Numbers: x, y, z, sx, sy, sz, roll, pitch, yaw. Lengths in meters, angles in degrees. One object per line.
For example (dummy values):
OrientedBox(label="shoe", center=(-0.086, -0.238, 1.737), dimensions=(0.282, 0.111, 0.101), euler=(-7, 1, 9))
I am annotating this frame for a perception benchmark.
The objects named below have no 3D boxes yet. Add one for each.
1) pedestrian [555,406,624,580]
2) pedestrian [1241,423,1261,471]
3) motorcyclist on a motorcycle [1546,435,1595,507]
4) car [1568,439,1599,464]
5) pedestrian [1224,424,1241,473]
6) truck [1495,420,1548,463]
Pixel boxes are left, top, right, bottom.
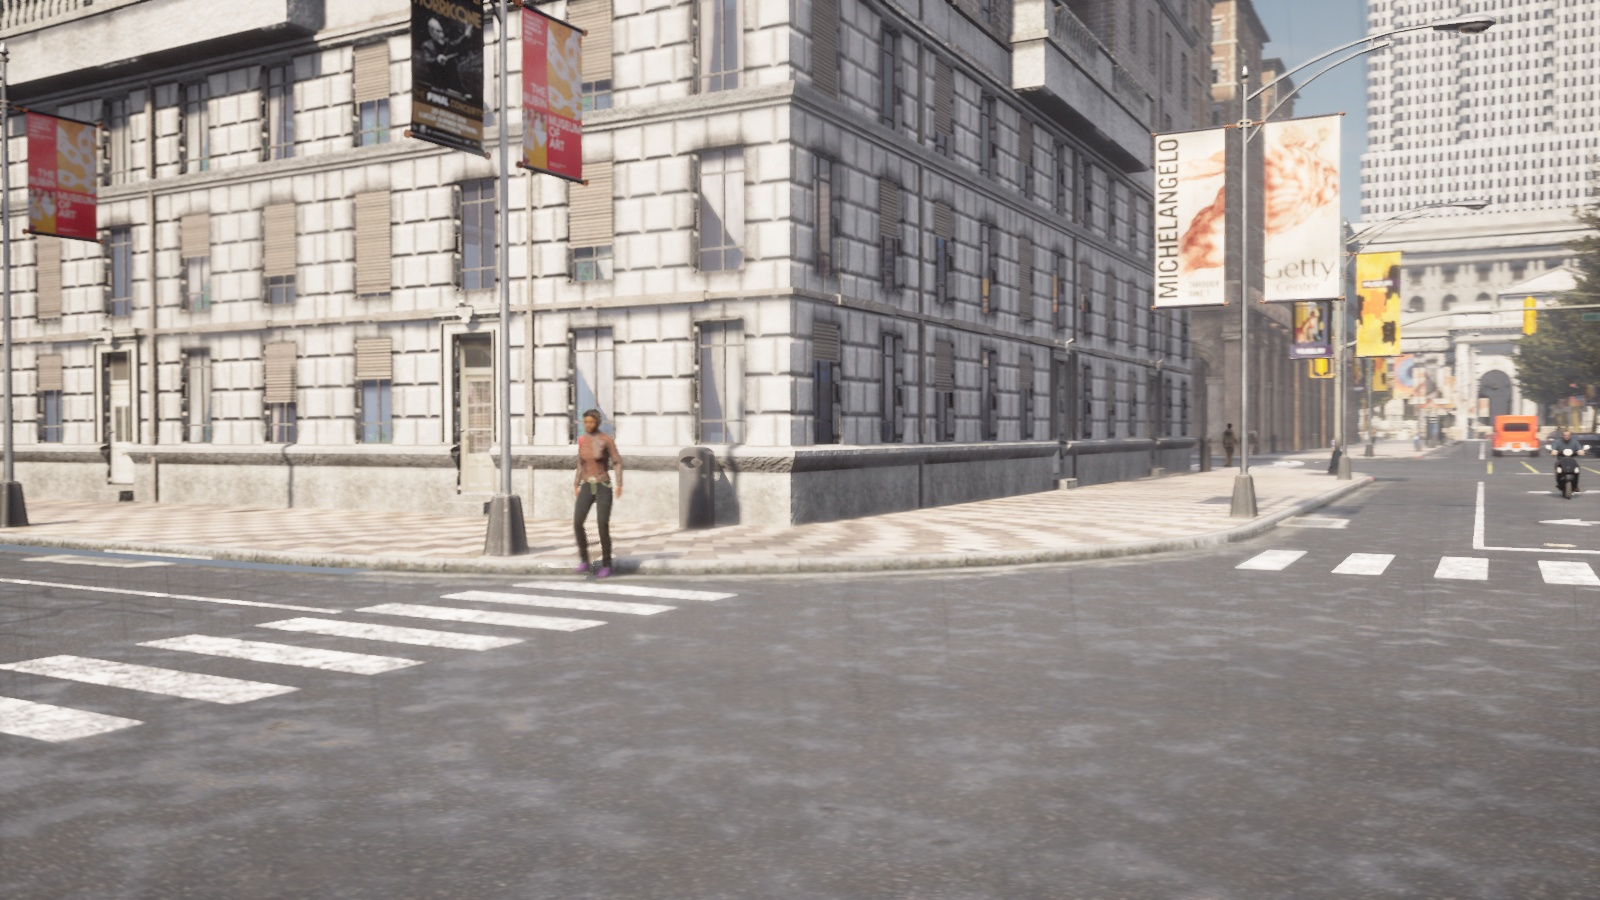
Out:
OrientedBox(label="pedestrian", center=(-2.241, 0.438, 13.444), dimensions=(0.328, 1.805, 0.869), euler=(1, 1, 21))
OrientedBox(label="pedestrian", center=(17.833, -0.117, 49.610), dimensions=(0.563, 1.883, 0.849), euler=(1, 1, 32))
OrientedBox(label="motorcyclist on a motorcycle", center=(17.766, 0.457, 28.987), dimensions=(0.866, 1.590, 1.817), euler=(1, 1, 29))
OrientedBox(label="car", center=(47.051, 0.044, 74.818), dimensions=(2.033, 1.411, 5.357), euler=(1, 1, 30))
OrientedBox(label="pedestrian", center=(17.179, -0.049, 49.886), dimensions=(0.396, 1.930, 0.692), euler=(1, 1, 37))
OrientedBox(label="truck", center=(43.469, -0.518, 75.701), dimensions=(2.627, 2.467, 5.204), euler=(1, 1, 30))
